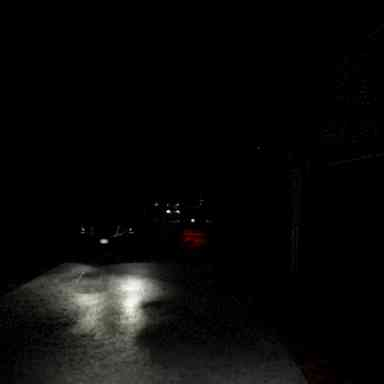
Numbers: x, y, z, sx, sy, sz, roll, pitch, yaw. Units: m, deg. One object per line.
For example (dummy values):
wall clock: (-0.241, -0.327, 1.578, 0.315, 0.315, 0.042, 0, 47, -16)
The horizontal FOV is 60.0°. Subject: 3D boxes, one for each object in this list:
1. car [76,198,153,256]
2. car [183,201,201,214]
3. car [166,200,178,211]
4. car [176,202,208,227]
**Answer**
car: (-2.890, 1.272, 13.640, 2.150, 2.045, 5.566, 0, 0, 0)
car: (-0.046, 1.970, 42.793, 2.128, 1.511, 4.902, 0, -1, 0)
car: (-3.048, 2.130, 54.744, 2.097, 1.767, 4.553, 0, -2, 0)
car: (0.049, 1.662, 24.230, 1.837, 1.490, 4.892, 0, -1, 0)
